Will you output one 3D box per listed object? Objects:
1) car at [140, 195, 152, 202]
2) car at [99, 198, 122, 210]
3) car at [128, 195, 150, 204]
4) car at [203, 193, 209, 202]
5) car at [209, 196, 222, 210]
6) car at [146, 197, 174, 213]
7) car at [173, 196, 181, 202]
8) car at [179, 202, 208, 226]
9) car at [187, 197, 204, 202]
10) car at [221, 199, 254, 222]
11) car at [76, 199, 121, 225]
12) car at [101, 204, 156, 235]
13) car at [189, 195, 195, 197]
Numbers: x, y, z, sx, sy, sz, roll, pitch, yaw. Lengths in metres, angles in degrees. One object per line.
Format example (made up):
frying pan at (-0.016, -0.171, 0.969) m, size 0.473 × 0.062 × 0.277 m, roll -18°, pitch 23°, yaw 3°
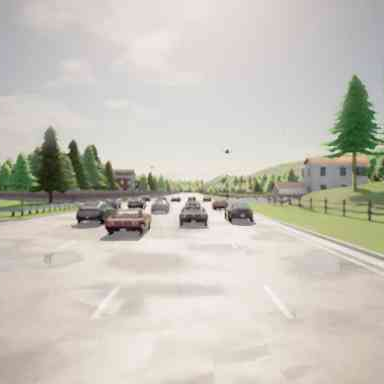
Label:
car at (-10.489, 1.515, 75.956) m, size 2.128 × 1.511 × 4.902 m, roll 0°, pitch 0°, yaw 0°
car at (-10.393, 1.558, 42.675) m, size 1.994 × 1.385 × 4.181 m, roll 0°, pitch 0°, yaw 0°
car at (-6.894, 1.486, 41.877) m, size 2.128 × 1.511 × 4.902 m, roll 0°, pitch 0°, yaw 0°
car at (3.511, 1.542, 75.953) m, size 1.994 × 1.385 × 4.181 m, roll 0°, pitch 0°, yaw 0°
car at (3.606, 1.558, 42.666) m, size 1.994 × 1.385 × 4.181 m, roll 0°, pitch 0°, yaw 0°
car at (-3.395, 1.542, 36.513) m, size 2.033 × 1.411 × 5.357 m, roll 0°, pitch 0°, yaw 0°
car at (-3.489, 1.543, 72.204) m, size 1.994 × 1.385 × 4.181 m, roll 0°, pitch 0°, yaw 0°
car at (0.103, 1.598, 23.497) m, size 1.895 × 1.301 × 4.718 m, roll 0°, pitch 0°, yaw 0°
car at (0.107, 1.595, 40.478) m, size 1.895 × 1.301 × 4.718 m, roll 0°, pitch 0°, yaw 0°
car at (3.590, 1.522, 25.891) m, size 1.812 × 1.442 × 4.674 m, roll 0°, pitch 0°, yaw 0°
car at (-6.896, 1.488, 24.284) m, size 2.128 × 1.511 × 4.902 m, roll 0°, pitch 0°, yaw 0°
car at (-3.397, 1.598, 18.669) m, size 1.895 × 1.301 × 4.718 m, roll 0°, pitch 0°, yaw 0°
car at (0.011, 1.515, 75.537) m, size 2.128 × 1.511 × 4.902 m, roll 0°, pitch 0°, yaw 0°
